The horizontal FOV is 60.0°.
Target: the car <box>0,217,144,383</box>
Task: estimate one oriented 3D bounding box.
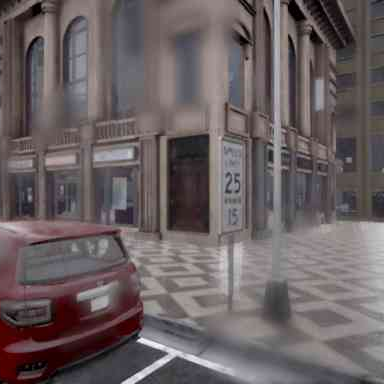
[{"bbox_3d":[-2.955,1.313,5.073,5.009,1.841,2.192,0,0,35],"label":"car"}]
